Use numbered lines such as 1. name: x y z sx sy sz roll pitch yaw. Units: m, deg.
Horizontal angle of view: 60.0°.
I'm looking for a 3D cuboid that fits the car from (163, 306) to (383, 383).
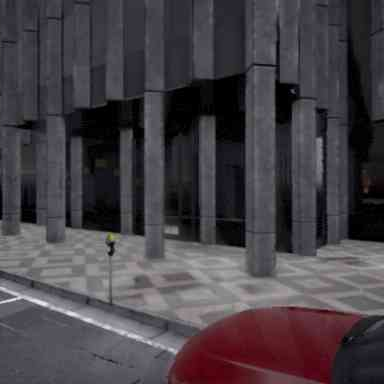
1. car: 2.046 1.321 1.399 5.009 1.841 2.192 0 0 36
